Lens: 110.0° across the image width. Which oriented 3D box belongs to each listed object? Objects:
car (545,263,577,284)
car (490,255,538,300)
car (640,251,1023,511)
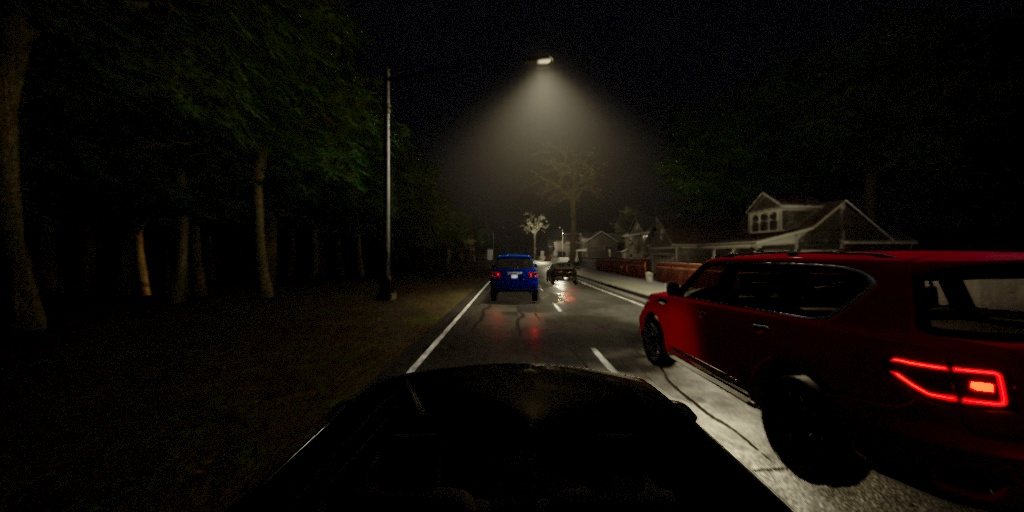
[{"bbox_3d":[3.605,1.243,26.530,1.837,1.490,4.892,0,0,0],"label":"car"},{"bbox_3d":[0.103,0.964,17.856,2.150,2.045,5.566,0,0,0],"label":"car"},{"bbox_3d":[3.600,0.970,4.763,2.150,2.045,5.566,0,0,0],"label":"car"}]
